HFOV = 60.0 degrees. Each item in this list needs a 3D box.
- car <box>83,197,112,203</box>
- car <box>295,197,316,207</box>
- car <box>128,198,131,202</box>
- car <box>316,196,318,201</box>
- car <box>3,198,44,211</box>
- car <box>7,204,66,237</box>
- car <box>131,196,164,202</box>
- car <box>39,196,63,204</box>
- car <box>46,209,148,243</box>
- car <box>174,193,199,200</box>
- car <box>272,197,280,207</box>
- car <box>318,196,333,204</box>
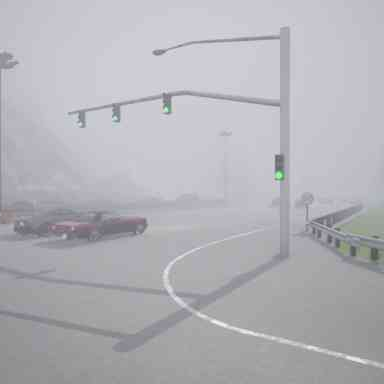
[{"bbox_3d":[-10.770,1.539,38.793,1.895,1.301,4.718,0,0,33],"label":"car"},{"bbox_3d":[16.705,1.473,49.582,2.128,1.511,4.902,0,0,28],"label":"car"},{"bbox_3d":[-9.651,1.411,60.501,2.128,1.511,4.902,0,0,29],"label":"car"},{"bbox_3d":[28.187,1.520,72.883,2.033,1.411,5.357,0,0,7],"label":"car"},{"bbox_3d":[-16.198,1.500,30.282,1.994,1.385,4.181,0,0,33],"label":"car"},{"bbox_3d":[-7.222,1.531,17.949,1.994,1.385,4.181,0,0,33],"label":"car"},{"bbox_3d":[-5.740,1.432,46.748,2.128,1.511,4.902,0,0,32],"label":"car"},{"bbox_3d":[-19.654,1.268,44.392,2.097,1.767,4.553,0,0,33],"label":"car"},{"bbox_3d":[-4.253,1.575,16.097,1.895,1.301,4.718,0,0,33],"label":"car"},{"bbox_3d":[-0.794,1.163,54.864,2.150,2.045,5.566,0,0,29],"label":"car"},{"bbox_3d":[13.712,1.479,51.420,1.837,1.490,4.892,1,1,27],"label":"car"},{"bbox_3d":[25.630,1.548,63.296,1.994,1.385,4.181,0,0,16],"label":"car"}]
